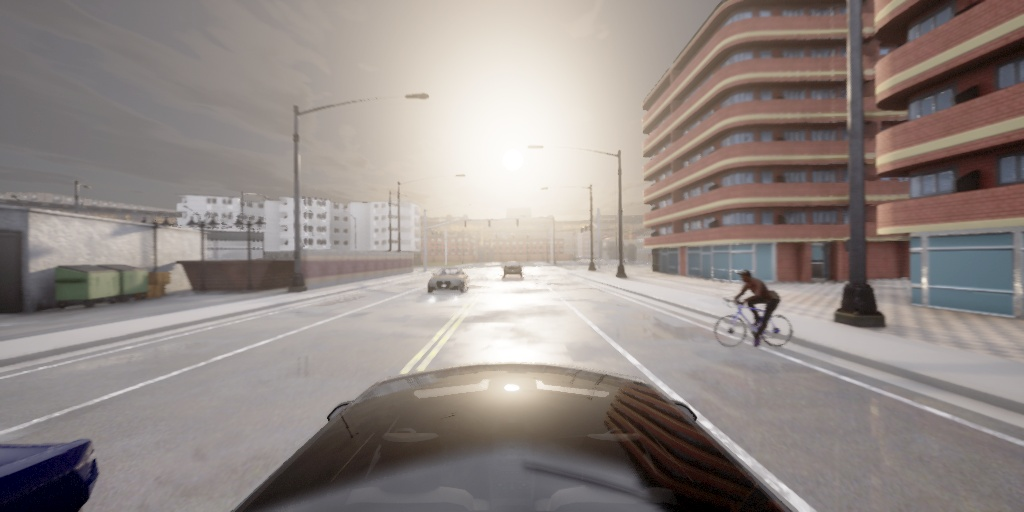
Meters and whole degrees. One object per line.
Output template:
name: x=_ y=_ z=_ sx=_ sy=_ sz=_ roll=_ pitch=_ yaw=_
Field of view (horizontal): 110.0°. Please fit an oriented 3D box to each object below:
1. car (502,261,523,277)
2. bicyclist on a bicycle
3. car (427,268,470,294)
car: x=0.080 y=1.258 z=35.650 sx=1.882 sy=1.535 sz=5.008 roll=-1 pitch=0 yaw=0
bicyclist on a bicycle: x=5.058 y=1.113 z=7.519 sx=1.656 sy=1.620 sz=0.582 roll=0 pitch=0 yaw=0
car: x=-3.590 y=1.372 z=20.842 sx=1.994 sy=1.385 sz=4.181 roll=-1 pitch=0 yaw=0
